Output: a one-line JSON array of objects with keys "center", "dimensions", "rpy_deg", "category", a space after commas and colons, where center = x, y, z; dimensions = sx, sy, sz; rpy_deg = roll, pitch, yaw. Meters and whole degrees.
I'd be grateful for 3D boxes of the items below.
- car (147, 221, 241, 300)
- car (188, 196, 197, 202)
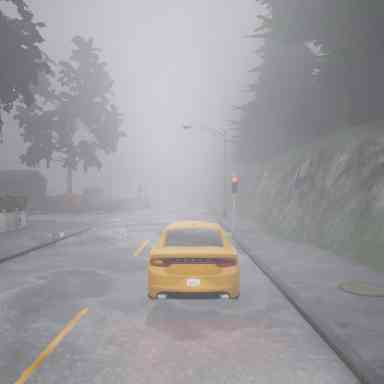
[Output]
[{"center": [0.050, 1.478, 8.484], "dimensions": [1.882, 1.535, 5.008], "rpy_deg": [0, 0, 1], "category": "car"}, {"center": [0.017, 1.507, 71.017], "dimensions": [1.895, 1.301, 4.718], "rpy_deg": [0, 0, 0], "category": "car"}]
